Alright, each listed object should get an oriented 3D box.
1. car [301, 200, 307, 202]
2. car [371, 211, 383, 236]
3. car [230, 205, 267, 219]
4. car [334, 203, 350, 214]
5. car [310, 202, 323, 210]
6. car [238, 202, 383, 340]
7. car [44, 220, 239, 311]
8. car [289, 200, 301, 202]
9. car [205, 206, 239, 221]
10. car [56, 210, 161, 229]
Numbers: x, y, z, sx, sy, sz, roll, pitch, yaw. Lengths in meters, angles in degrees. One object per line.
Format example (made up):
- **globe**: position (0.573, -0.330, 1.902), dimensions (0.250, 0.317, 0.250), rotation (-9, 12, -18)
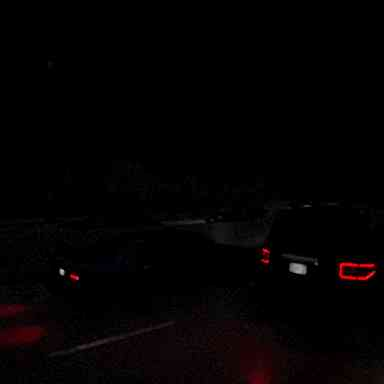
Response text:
- **car**: position (29.723, 2.843, 88.785), dimensions (1.994, 1.385, 4.181), rotation (0, -1, -1)
- **car**: position (12.993, 1.929, 21.061), dimensions (1.895, 1.301, 4.718), rotation (0, -1, 41)
- **car**: position (6.057, 2.045, 35.042), dimensions (1.895, 1.301, 4.718), rotation (0, -1, 36)
- **car**: position (21.722, 2.306, 48.129), dimensions (2.033, 1.411, 5.357), rotation (0, -1, 24)
- **car**: position (22.753, 2.516, 60.844), dimensions (1.994, 1.385, 4.181), rotation (0, -1, 17)
- **car**: position (3.693, 1.316, 6.895), dimensions (5.566, 2.045, 2.150), rotation (1, -1, -40)
- **car**: position (-0.532, 1.615, 7.935), dimensions (5.357, 1.411, 2.033), rotation (1, -1, -38)
- **car**: position (21.722, 2.650, 72.003), dimensions (1.812, 1.442, 4.674), rotation (0, -1, 11)
- **car**: position (2.957, 1.819, 25.828), dimensions (1.812, 1.442, 4.674), rotation (0, -1, 42)
- **car**: position (-3.563, 1.612, 14.808), dimensions (4.892, 1.490, 1.837), rotation (1, 0, -40)
